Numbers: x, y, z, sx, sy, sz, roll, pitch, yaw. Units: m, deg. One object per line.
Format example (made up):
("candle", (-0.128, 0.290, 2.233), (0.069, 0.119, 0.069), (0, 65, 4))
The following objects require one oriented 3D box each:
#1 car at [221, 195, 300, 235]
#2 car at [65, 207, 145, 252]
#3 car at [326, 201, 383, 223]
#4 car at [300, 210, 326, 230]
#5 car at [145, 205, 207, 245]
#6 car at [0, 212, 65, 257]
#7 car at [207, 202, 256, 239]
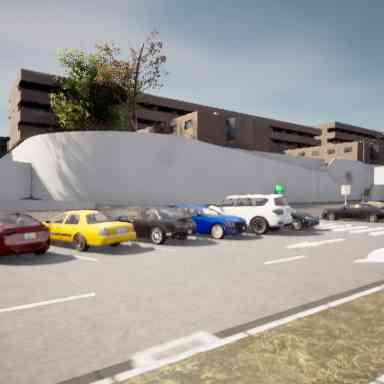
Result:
("car", (2.741, 1.198, 18.628), (5.566, 2.045, 2.435), (-1, -1, 35))
("car", (-4.671, 1.435, 13.525), (5.366, 1.575, 1.946), (-1, -1, 35))
("car", (12.486, 1.539, 25.529), (4.674, 1.452, 2.002), (-1, -1, 35))
("car", (5.197, 1.460, 20.353), (4.892, 1.521, 2.231), (-1, -1, 34))
("car", (-2.085, 1.441, 15.146), (4.892, 1.521, 2.231), (-1, -1, 35))
("car", (-6.972, 1.465, 11.704), (4.792, 1.488, 2.163), (-1, -1, 35))
("car", (0.340, 1.443, 16.888), (5.008, 1.535, 2.097), (-1, -1, 35))
